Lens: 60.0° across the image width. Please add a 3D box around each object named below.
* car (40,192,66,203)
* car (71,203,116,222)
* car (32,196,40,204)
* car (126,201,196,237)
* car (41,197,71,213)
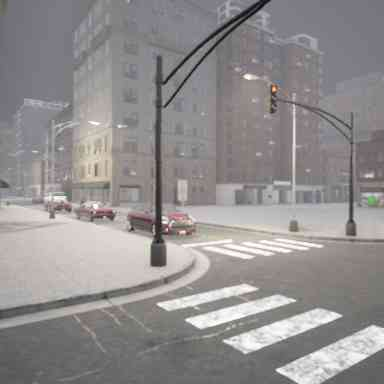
[{"bbox_3d":[-19.760,1.048,47.988,2.150,2.045,5.566,0,0,-36],"label":"car"},{"bbox_3d":[-7.586,1.525,25.896,1.895,1.301,4.718,0,0,-35],"label":"car"},{"bbox_3d":[-25.750,1.328,56.341,2.033,1.411,5.357,0,0,-35],"label":"car"},{"bbox_3d":[-1.738,1.324,17.756,2.097,1.767,4.553,0,0,-36],"label":"car"},{"bbox_3d":[-14.092,1.473,35.001,1.895,1.301,4.718,0,0,-35],"label":"car"}]
